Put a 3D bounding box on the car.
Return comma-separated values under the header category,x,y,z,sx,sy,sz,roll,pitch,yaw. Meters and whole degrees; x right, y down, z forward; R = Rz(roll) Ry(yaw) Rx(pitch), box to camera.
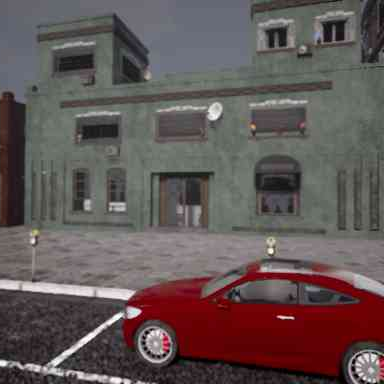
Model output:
category,x,y,z,sx,sy,sz,roll,pitch,yaw
car,1.070,1.639,4.745,4.206,1.307,1.802,0,0,15
